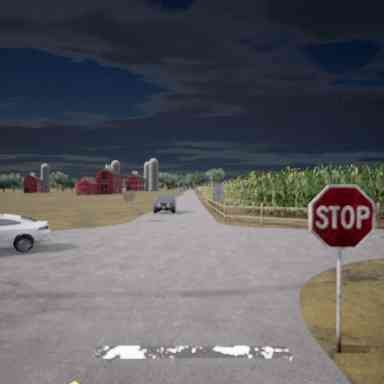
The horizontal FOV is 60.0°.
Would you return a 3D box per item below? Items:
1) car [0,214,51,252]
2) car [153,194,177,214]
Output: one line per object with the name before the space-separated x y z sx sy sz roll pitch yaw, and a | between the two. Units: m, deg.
car | -8.104 1.629 13.118 4.674 1.442 1.812 -1 1 -28
car | -2.772 1.212 35.293 2.150 2.045 5.566 0 0 0
